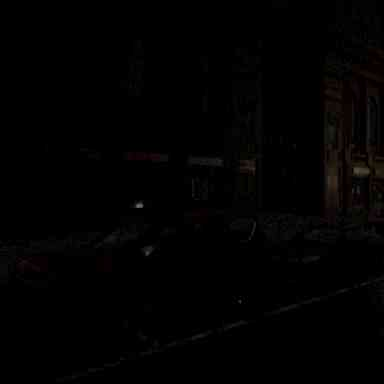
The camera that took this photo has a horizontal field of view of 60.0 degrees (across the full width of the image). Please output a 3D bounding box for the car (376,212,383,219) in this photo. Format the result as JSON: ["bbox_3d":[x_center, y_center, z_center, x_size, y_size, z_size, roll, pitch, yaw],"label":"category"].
[{"bbox_3d":[8.513,1.304,12.719,5.009,1.841,2.192,0,0,-36],"label":"car"}]

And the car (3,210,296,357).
[{"bbox_3d":[-0.607,1.313,6.212,5.009,1.841,2.192,0,0,-36],"label":"car"}]

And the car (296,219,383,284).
[{"bbox_3d":[3.952,1.575,9.466,4.206,1.307,1.802,0,0,-36],"label":"car"}]
